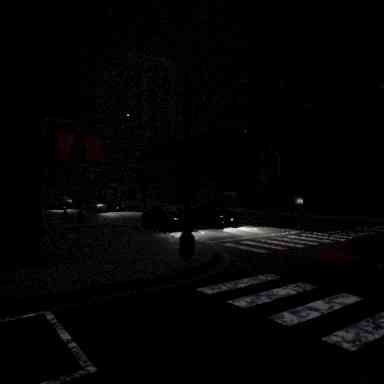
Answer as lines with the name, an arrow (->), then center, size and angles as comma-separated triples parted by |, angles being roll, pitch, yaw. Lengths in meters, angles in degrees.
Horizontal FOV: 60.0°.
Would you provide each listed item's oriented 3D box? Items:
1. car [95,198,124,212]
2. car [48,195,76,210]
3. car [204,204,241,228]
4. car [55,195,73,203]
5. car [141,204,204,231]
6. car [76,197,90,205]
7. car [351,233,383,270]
car -> -9.272, 1.451, 37.108 | 1.837, 1.490, 4.892 | 0, 0, -36
car -> -16.826, 1.485, 42.086 | 2.033, 1.411, 5.357 | 0, 0, -35
car -> 1.329, 1.536, 22.368 | 1.994, 1.385, 4.181 | 0, 0, -36
car -> -25.126, 1.380, 65.027 | 2.128, 1.511, 4.902 | 0, 0, -36
car -> -1.555, 1.503, 20.851 | 1.812, 1.442, 4.674 | 0, 0, -36
car -> -19.053, 1.510, 56.598 | 1.895, 1.301, 4.718 | 0, 0, -36
car -> 7.001, 1.601, 8.927 | 1.895, 1.301, 4.718 | 0, 0, -36
